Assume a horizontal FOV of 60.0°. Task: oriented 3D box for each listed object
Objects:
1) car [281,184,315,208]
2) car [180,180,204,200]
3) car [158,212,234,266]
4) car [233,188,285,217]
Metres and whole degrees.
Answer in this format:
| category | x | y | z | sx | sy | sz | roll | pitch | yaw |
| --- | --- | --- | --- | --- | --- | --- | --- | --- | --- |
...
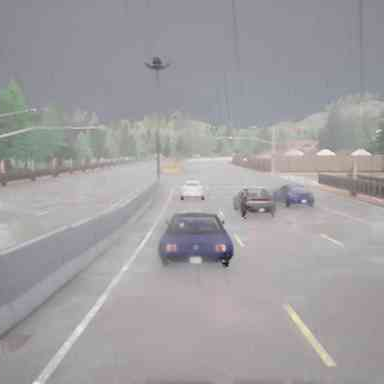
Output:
| category | x | y | z | sx | sy | sz | roll | pitch | yaw |
| --- | --- | --- | --- | --- | --- | --- | --- | --- | --- |
| car | 7.048 | 0.165 | 23.217 | 1.812 | 1.442 | 4.674 | 0 | 6 | 0 |
| car | 0.028 | -0.259 | 26.958 | 1.812 | 1.442 | 4.674 | 0 | 6 | 0 |
| car | 0.097 | 1.275 | 10.361 | 1.895 | 1.301 | 4.718 | 0 | 3 | 0 |
| car | 3.566 | 0.508 | 19.474 | 2.128 | 1.511 | 4.902 | 0 | 5 | 0 |
